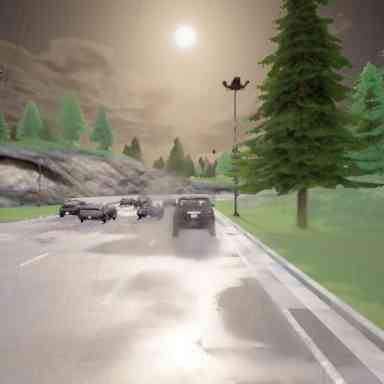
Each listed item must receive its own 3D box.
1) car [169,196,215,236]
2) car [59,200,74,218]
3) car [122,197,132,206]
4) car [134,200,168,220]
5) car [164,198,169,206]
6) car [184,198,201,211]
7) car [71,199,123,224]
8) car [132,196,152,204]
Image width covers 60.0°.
[{"bbox_3d":[0.101,1.226,18.551,2.150,2.045,5.566,0,0,0],"label":"car"},{"bbox_3d":[-10.398,1.513,30.173,1.837,1.490,4.892,0,0,0],"label":"car"},{"bbox_3d":[-10.395,1.506,54.165,2.128,1.511,4.902,0,0,0],"label":"car"},{"bbox_3d":[-3.398,1.608,28.283,1.895,1.301,4.718,0,0,0],"label":"car"},{"bbox_3d":[-3.399,1.614,50.532,1.895,1.301,4.718,0,0,0],"label":"car"},{"bbox_3d":[0.104,1.559,42.794,2.033,1.411,5.357,0,0,0],"label":"car"},{"bbox_3d":[-6.898,1.498,24.857,2.128,1.511,4.902,0,0,0],"label":"car"},{"bbox_3d":[-6.899,1.365,48.162,2.097,1.767,4.553,0,0,0],"label":"car"}]
